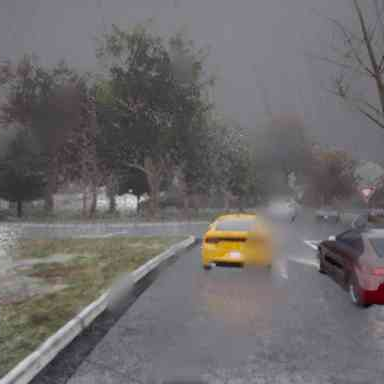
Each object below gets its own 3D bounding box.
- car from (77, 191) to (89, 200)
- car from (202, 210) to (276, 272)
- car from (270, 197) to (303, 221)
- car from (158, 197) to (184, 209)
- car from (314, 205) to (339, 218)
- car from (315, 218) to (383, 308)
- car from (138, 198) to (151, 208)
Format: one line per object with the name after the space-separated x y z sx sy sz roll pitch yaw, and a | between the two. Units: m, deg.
-29.558 1.383 88.814 1.946 1.575 5.366 0 2 -10 | car
1.534 1.458 10.835 1.882 1.535 5.008 0 0 10 | car
8.461 1.445 29.603 2.150 2.045 5.566 0 -1 26 | car
-3.565 1.974 58.304 5.566 2.045 2.150 0 -1 11 | car
12.010 1.830 29.505 1.895 1.301 4.718 0 -1 25 | car
4.272 1.535 7.744 1.994 1.385 4.181 0 0 8 | car
-7.227 2.040 62.160 5.566 2.045 2.150 0 -1 3 | car
